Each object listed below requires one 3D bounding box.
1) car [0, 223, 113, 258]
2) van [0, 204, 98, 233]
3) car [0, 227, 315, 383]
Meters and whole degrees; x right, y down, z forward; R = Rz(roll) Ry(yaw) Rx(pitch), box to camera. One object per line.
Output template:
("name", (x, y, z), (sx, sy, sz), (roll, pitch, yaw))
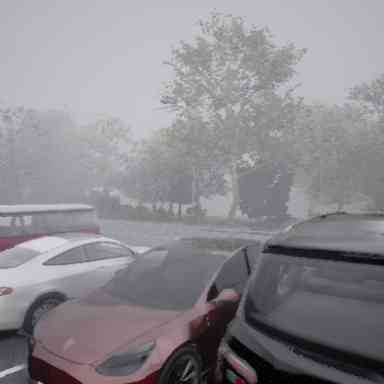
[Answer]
("car", (-2.198, 1.556, 6.719), (2.002, 1.452, 4.674), (0, 0, 36))
("van", (-4.524, 1.307, 8.241), (1.878, 1.987, 4.442), (0, 0, 36))
("car", (0.044, 1.528, 5.082), (2.163, 1.488, 4.792), (0, 0, 36))
